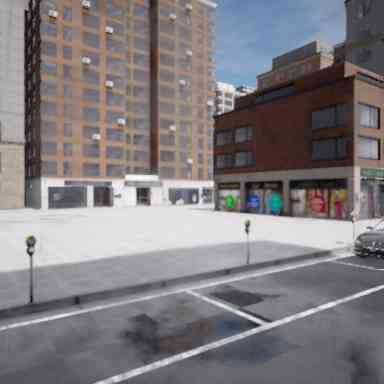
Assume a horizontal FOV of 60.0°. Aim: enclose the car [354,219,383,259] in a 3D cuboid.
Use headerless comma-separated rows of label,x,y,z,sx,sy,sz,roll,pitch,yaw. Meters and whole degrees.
car,7.260,1.519,11.341,4.403,1.369,2.008,0,0,-35
